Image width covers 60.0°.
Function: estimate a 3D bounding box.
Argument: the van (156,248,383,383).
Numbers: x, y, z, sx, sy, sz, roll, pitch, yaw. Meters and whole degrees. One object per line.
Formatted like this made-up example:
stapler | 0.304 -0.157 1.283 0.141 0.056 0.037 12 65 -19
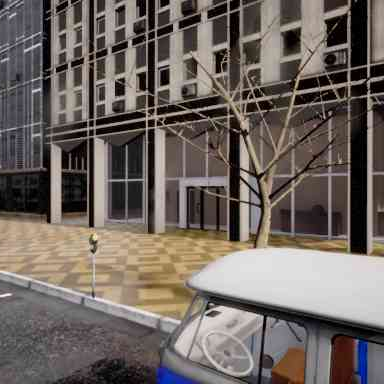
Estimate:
van | 1.574 1.341 1.747 3.998 1.788 1.690 0 0 36
